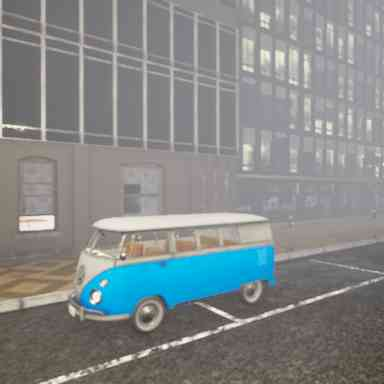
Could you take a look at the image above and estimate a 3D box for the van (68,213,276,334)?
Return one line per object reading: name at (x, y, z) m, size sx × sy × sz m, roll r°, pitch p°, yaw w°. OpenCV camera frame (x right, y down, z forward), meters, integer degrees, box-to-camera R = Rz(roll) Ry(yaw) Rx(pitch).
van at (-0.170, 1.334, 6.439) m, size 3.998 × 1.788 × 1.690 m, roll 0°, pitch 0°, yaw -36°
